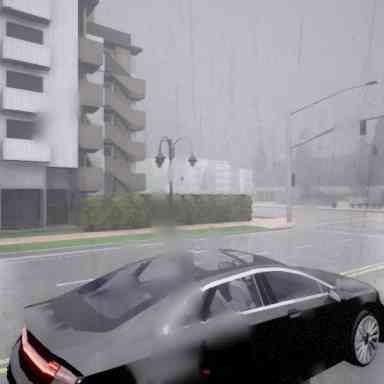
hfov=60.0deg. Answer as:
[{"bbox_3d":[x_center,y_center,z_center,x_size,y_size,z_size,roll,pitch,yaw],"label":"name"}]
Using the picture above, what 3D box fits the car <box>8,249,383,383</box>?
[{"bbox_3d":[0.520,1.491,4.127,4.902,1.511,2.128,0,0,-35],"label":"car"}]
